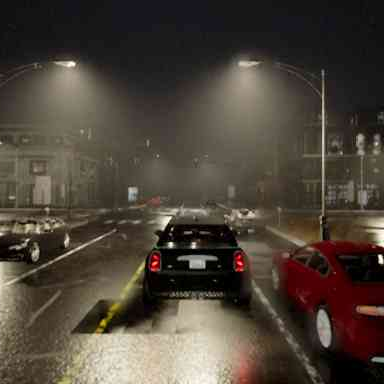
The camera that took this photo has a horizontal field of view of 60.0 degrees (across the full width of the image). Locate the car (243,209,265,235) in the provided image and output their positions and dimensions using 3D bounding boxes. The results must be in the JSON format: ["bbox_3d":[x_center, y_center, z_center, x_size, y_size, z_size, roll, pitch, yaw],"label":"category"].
[{"bbox_3d":[2.699,1.545,17.357,2.008,1.369,4.403,0,0,0],"label":"car"}]

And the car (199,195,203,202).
[{"bbox_3d":[2.712,1.563,60.790,1.802,1.307,4.206,0,0,0],"label":"car"}]

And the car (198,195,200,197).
[{"bbox_3d":[2.717,1.530,77.357,2.008,1.369,4.403,0,0,0],"label":"car"}]

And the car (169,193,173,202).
[{"bbox_3d":[-5.664,1.420,71.850,1.967,1.590,4.097,0,0,0],"label":"car"}]

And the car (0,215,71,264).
[{"bbox_3d":[-5.683,1.547,11.685,2.008,1.369,4.403,0,0,0],"label":"car"}]

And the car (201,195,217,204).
[{"bbox_3d":[2.709,1.550,49.747,1.947,1.339,4.313,0,0,0],"label":"car"}]

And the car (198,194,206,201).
[{"bbox_3d":[2.722,1.419,88.400,1.967,1.590,4.097,0,0,0],"label":"car"}]

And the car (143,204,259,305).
[{"bbox_3d":[0.102,1.349,8.227,2.097,1.767,4.553,0,0,0],"label":"car"}]

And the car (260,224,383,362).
[{"bbox_3d":[2.696,1.543,5.973,1.887,1.381,4.507,0,0,0],"label":"car"}]

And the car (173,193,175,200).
[{"bbox_3d":[-5.663,1.505,77.203,1.752,1.417,4.829,0,0,0],"label":"car"}]

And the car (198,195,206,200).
[{"bbox_3d":[2.722,1.530,93.923,2.008,1.369,4.403,0,0,0],"label":"car"}]

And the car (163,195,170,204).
[{"bbox_3d":[-5.668,1.532,60.806,2.008,1.369,4.403,0,0,0],"label":"car"}]

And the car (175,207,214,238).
[{"bbox_3d":[0.096,1.595,18.448,1.895,1.301,4.718,0,0,0],"label":"car"}]

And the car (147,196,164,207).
[{"bbox_3d":[-5.671,1.566,49.763,1.802,1.307,4.206,0,0,0],"label":"car"}]
